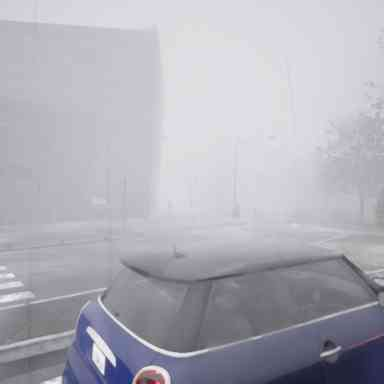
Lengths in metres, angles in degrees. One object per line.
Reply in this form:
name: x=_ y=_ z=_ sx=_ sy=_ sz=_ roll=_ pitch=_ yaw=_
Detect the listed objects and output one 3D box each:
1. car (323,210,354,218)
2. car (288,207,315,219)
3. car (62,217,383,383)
car: x=21.380 y=3.326 z=48.548 sx=4.902 sy=1.511 sz=2.128 roll=4 pitch=-2 yaw=-23
car: x=10.785 y=2.230 z=32.998 sx=1.882 sy=1.535 sz=5.008 roll=2 pitch=-2 yaw=6
car: x=1.040 y=1.359 z=3.815 sx=4.553 sy=1.767 sz=2.097 roll=0 pitch=0 yaw=-33
